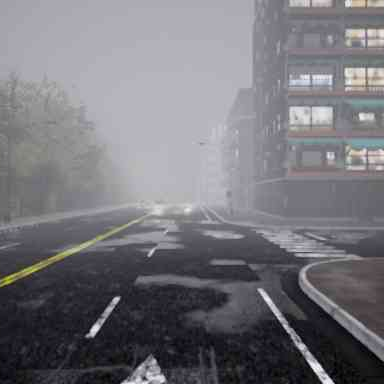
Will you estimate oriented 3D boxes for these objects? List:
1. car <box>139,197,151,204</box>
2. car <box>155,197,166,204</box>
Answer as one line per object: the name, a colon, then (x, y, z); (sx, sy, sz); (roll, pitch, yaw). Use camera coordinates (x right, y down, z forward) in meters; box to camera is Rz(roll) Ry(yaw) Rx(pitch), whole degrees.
car: (-9.726, 1.733, 68.623); (1.882, 1.535, 5.008); (0, -1, 0)
car: (-6.476, 1.810, 68.621); (2.033, 1.411, 5.357); (0, -1, 0)
